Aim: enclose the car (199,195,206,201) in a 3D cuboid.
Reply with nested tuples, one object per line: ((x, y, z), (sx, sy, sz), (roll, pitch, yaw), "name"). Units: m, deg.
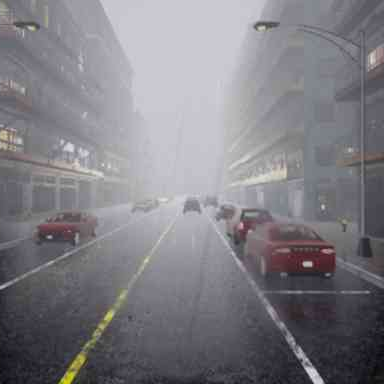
((2.702, 1.637, 87.319), (1.887, 1.381, 4.507), (0, 0, 0), "car")

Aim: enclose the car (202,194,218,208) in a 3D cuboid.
((2.703, 1.360, 48.656), (2.192, 1.841, 5.009), (1, 0, 0), "car")

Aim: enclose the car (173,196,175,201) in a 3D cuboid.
((-5.679, 1.643, 87.333), (2.008, 1.369, 4.403), (1, 0, 0), "car")

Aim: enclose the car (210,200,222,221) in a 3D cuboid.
((2.699, 1.605, 26.561), (1.802, 1.307, 4.206), (1, 0, 0), "car")

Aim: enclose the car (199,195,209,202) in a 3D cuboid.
((2.703, 1.517, 76.273), (1.967, 1.590, 4.097), (1, 0, 0), "car")

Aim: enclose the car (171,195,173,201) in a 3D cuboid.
((-5.679, 1.621, 70.763), (2.008, 1.369, 4.403), (1, 0, 0), "car")

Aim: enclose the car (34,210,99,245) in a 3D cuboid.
((-5.682, 1.558, 15.529), (1.887, 1.381, 4.507), (1, 0, 0), "car")

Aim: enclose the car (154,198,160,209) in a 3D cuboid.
((-5.681, 1.590, 43.146), (2.008, 1.369, 4.403), (1, 0, 0), "car")

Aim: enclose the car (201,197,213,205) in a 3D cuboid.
((2.701, 1.623, 59.702), (1.947, 1.339, 4.313), (1, 0, 0), "car")

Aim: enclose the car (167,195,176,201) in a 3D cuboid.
((-5.679, 1.651, 92.857), (2.008, 1.369, 4.403), (1, 0, 0), "car")

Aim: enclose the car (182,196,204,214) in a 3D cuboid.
((0.004, 1.537, 35.854), (1.837, 1.490, 4.892), (0, 0, 0), "car")

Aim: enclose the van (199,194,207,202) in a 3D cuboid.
((2.704, 1.425, 81.796), (1.690, 1.788, 3.998), (1, 0, 0), "van")

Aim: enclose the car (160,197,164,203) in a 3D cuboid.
((-5.681, 1.590, 48.670), (1.887, 1.381, 4.507), (1, 0, 0), "car")

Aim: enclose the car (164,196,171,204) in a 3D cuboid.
((-5.679, 1.589, 65.069), (1.752, 1.417, 4.829), (1, 0, 0), "car")

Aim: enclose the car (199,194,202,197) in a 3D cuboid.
((0.017, 1.395, 47.524), (2.097, 1.767, 4.553), (0, 0, 0), "car")

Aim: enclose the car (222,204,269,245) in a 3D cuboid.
((2.700, 1.453, 15.515), (1.967, 1.590, 4.097), (1, 0, 0), "car")

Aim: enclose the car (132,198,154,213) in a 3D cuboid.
((-5.681, 1.559, 37.453), (1.752, 1.417, 4.829), (1, 0, 0), "car")

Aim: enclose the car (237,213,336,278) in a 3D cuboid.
((2.699, 1.553, 9.991), (1.887, 1.381, 4.507), (1, 0, 0), "car")

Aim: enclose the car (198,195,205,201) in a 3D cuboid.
((2.702, 1.644, 92.843), (1.887, 1.381, 4.507), (0, 0, 0), "car")
